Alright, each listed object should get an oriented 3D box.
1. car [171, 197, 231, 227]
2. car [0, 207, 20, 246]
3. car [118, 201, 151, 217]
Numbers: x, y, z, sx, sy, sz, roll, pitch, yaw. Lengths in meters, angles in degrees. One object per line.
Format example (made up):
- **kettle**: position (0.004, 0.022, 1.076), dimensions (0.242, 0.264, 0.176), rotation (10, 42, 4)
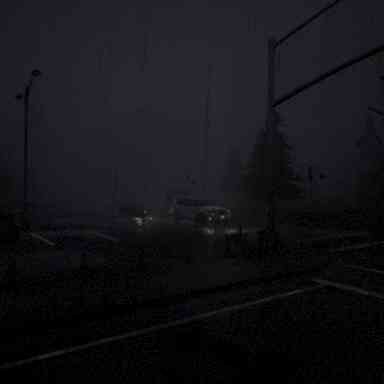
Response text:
- **car**: position (0.526, 1.421, 25.427), dimensions (2.150, 2.045, 5.566), rotation (1, -1, -36)
- **car**: position (-8.442, 1.354, 13.829), dimensions (2.007, 1.523, 4.514), rotation (1, -1, -36)
- **car**: position (-5.948, 1.690, 34.208), dimensions (2.128, 1.511, 4.902), rotation (1, -1, -36)
